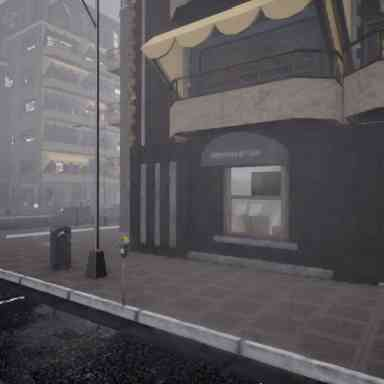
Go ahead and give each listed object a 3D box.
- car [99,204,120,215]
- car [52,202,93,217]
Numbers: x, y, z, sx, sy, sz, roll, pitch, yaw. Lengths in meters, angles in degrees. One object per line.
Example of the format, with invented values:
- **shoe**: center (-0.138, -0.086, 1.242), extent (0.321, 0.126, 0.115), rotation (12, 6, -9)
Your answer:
- **car**: center (-9.403, 2.063, 39.864), extent (1.802, 1.307, 4.206), rotation (-1, -1, 35)
- **car**: center (-12.685, 1.821, 35.240), extent (1.967, 1.590, 4.097), rotation (-1, -1, 35)
